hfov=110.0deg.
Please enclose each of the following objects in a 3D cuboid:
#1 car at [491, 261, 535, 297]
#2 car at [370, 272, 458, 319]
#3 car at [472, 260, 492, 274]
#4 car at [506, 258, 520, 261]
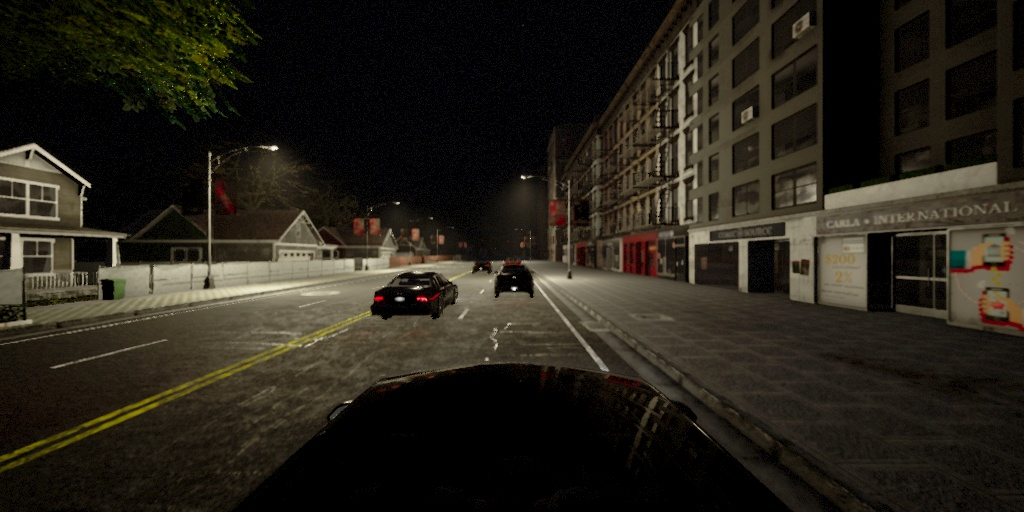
[{"bbox_3d":[0.103,1.181,18.412,1.837,1.490,4.892,0,0,0],"label":"car"},{"bbox_3d":[-3.147,1.251,12.568,2.033,1.411,5.357,0,0,0],"label":"car"},{"bbox_3d":[-3.141,1.094,38.447,1.812,1.442,4.674,0,0,0],"label":"car"},{"bbox_3d":[0.107,0.933,36.320,2.097,1.767,4.553,0,0,0],"label":"car"}]
